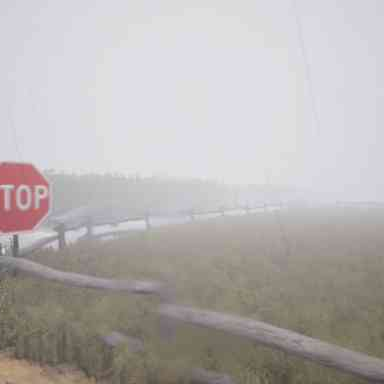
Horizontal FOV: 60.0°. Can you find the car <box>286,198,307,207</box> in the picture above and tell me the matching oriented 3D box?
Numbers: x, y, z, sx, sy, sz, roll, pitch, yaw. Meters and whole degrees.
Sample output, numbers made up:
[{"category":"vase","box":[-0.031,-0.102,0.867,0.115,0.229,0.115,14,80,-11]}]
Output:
[{"category":"car","box":[14.342,1.540,45.155,2.128,1.511,4.902,0,0,36]}]

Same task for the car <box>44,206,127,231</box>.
[{"category":"car","box":[-6.587,1.607,21.299,2.033,1.411,5.357,0,0,35]}]

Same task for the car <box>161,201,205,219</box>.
[{"category":"car","box":[-0.750,1.550,29.513,2.128,1.511,4.902,0,0,35]}]
